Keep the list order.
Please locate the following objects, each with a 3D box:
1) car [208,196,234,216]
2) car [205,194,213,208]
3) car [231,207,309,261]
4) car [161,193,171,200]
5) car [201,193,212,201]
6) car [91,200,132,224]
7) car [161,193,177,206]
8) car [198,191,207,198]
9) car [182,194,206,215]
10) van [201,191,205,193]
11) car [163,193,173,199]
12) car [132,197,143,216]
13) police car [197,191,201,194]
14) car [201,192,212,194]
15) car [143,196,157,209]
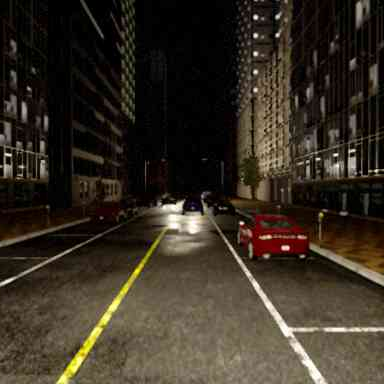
[{"bbox_3d":[2.683,1.339,28.860,1.947,1.339,4.313,0,0,0],"label":"car"},{"bbox_3d":[2.679,1.245,40.243,1.947,1.339,4.313,0,0,0],"label":"car"},{"bbox_3d":[2.688,1.455,11.783,1.887,1.381,4.507,0,0,0],"label":"car"},{"bbox_3d":[-5.712,0.905,74.233,1.752,1.417,4.829,0,1,0],"label":"car"},{"bbox_3d":[2.673,0.922,63.011,1.967,1.590,4.097,0,1,0],"label":"car"},{"bbox_3d":[-5.696,1.365,23.171,1.887,1.381,4.507,0,0,0],"label":"car"},{"bbox_3d":[-3.099,1.199,45.533,1.994,1.385,4.181,0,0,0],"label":"car"},{"bbox_3d":[2.667,0.587,85.777,2.192,1.841,5.009,0,1,0],"label":"car"},{"bbox_3d":[0.083,1.232,31.184,1.882,1.535,5.008,0,0,0],"label":"car"},{"bbox_3d":[2.675,0.873,57.319,1.690,1.788,3.998,0,1,0],"label":"van"},{"bbox_3d":[-5.713,0.876,80.097,2.008,1.369,4.403,0,1,0],"label":"car"},{"bbox_3d":[-5.698,1.355,28.865,1.802,1.307,4.206,0,0,0],"label":"car"},{"bbox_3d":[-0.007,1.038,47.988,1.930,1.638,5.238,0,1,0],"label":"police car"},{"bbox_3d":[2.676,1.148,51.627,1.947,1.339,4.313,0,1,0],"label":"car"},{"bbox_3d":[-5.701,1.224,40.249,1.887,1.381,4.507,0,0,0],"label":"car"}]
